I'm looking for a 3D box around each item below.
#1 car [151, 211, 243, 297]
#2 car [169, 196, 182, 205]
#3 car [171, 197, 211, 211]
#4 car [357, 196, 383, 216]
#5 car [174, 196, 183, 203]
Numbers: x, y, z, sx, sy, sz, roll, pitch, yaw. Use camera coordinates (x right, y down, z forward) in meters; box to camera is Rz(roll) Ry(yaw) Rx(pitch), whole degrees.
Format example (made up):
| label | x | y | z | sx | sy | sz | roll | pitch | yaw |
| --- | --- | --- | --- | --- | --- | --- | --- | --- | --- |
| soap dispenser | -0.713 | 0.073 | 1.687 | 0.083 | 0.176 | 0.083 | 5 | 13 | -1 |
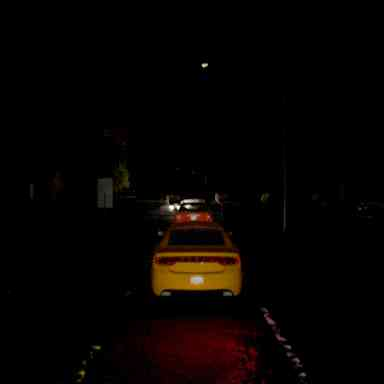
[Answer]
| label | x | y | z | sx | sy | sz | roll | pitch | yaw |
| --- | --- | --- | --- | --- | --- | --- | --- | --- | --- |
| car | 0.094 | 1.478 | 8.618 | 1.882 | 1.535 | 5.008 | 0 | 0 | 0 |
| car | -2.866 | 1.480 | 56.564 | 2.128 | 1.511 | 4.902 | 0 | 0 | 0 |
| car | 0.025 | 1.350 | 19.304 | 2.097 | 1.767 | 4.553 | 0 | 0 | -2 |
| car | 20.457 | 1.444 | 35.073 | 5.566 | 2.045 | 2.150 | 1 | -1 | -1 |
| car | -2.804 | 1.506 | 71.796 | 1.812 | 1.442 | 4.674 | 0 | 0 | 0 |
